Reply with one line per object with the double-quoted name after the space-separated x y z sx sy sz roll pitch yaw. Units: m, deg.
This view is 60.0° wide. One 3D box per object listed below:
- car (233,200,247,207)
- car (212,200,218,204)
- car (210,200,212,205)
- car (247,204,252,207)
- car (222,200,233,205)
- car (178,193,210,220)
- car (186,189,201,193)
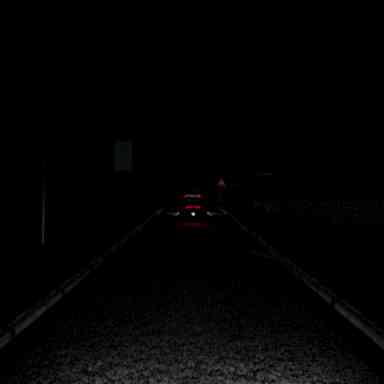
10.752 3.143 86.690 2.435 2.045 5.566 7 -5 -30 "car"
4.783 2.718 85.630 2.185 1.767 4.553 5 -4 -31 "car"
1.904 2.421 85.040 2.435 2.045 5.566 2 -3 -30 "car"
13.584 3.686 87.388 1.946 1.575 5.366 7 -4 -30 "car"
7.755 2.972 86.130 2.185 1.767 4.553 6 -4 -31 "car"
0.081 1.105 23.625 1.837 1.490 4.892 0 1 0 "car"
0.166 0.739 39.956 2.150 2.045 5.566 0 -1 1 "car"
